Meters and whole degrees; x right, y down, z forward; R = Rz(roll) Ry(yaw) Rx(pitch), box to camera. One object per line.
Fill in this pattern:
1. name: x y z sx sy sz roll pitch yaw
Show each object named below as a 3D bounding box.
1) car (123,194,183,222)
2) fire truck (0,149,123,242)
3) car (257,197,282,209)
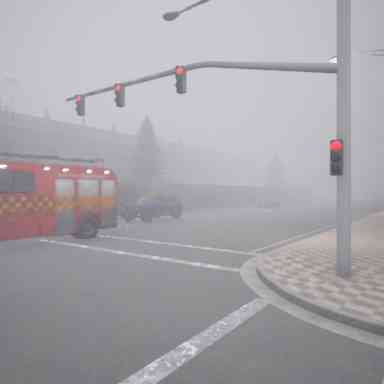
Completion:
1. car: -2.971 1.163 26.003 2.150 2.045 5.566 0 0 36
2. fire truck: -7.252 0.292 14.080 2.891 3.827 8.468 0 0 36
3. car: 10.303 1.448 44.086 1.837 1.490 4.892 0 0 37
